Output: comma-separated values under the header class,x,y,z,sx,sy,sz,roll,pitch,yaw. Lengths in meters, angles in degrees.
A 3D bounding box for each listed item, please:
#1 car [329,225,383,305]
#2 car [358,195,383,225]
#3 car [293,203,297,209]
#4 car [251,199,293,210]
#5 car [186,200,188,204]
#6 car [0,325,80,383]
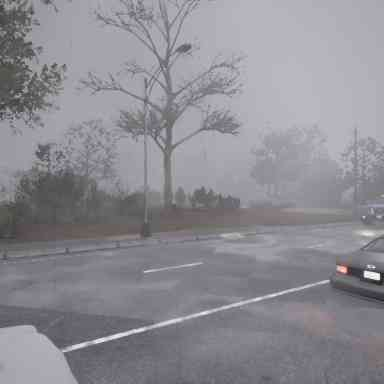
class,x,y,z,sx,sy,sz,roll,pitch,yaw
car,5.302,1.547,7.402,5.357,1.411,2.033,0,0,-34
car,13.631,1.221,22.996,2.150,2.045,5.566,1,1,42
car,11.876,1.623,44.987,1.895,1.301,4.718,0,0,-28
car,9.633,1.563,41.772,2.033,1.411,5.357,0,0,-28
car,-0.379,1.689,62.765,1.837,1.490,4.892,0,-1,-23
car,-2.942,1.601,1.609,4.718,1.301,1.895,0,0,-36
